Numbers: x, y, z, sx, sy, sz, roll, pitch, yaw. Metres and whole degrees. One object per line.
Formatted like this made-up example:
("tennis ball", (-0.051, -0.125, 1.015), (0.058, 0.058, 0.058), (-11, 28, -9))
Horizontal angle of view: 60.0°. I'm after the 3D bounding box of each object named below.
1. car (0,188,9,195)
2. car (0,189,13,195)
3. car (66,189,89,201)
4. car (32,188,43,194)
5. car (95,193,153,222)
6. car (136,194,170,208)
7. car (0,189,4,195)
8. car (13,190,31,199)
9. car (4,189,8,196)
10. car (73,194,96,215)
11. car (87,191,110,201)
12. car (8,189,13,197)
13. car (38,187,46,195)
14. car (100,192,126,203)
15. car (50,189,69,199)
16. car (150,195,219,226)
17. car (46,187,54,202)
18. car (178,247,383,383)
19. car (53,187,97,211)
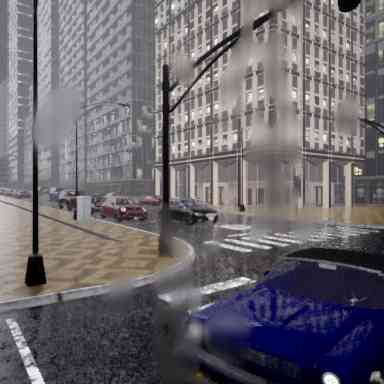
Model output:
("car", (-43.526, -0.113, 76.633), (1.887, 1.381, 4.507), (1, 0, -36))
("car", (-40.283, 0.015, 72.099), (1.947, 1.339, 4.313), (1, 0, -36))
("car", (-17.187, 0.399, 49.737), (2.097, 1.767, 4.553), (0, 1, -36))
("car", (-40.002, -0.214, 86.112), (1.947, 1.339, 4.313), (1, 0, -36))
("car", (-4.608, 1.068, 22.228), (1.967, 1.590, 4.097), (1, 0, -36))
("car", (-4.318, 0.980, 36.221), (1.802, 1.307, 4.206), (1, 0, -36))
("car", (-37.040, 0.107, 67.566), (2.008, 1.369, 4.403), (1, 0, -36))
("car", (-27.311, 0.422, 53.964), (1.887, 1.381, 4.507), (1, 0, -36))
("car", (-33.797, 0.207, 63.032), (1.887, 1.381, 4.507), (1, 0, -36))
("car", (-7.855, 1.102, 26.762), (1.802, 1.307, 4.206), (1, 0, -36))
("car", (-14.050, 0.642, 49.829), (1.947, 1.339, 4.313), (1, 0, -36))
("car", (-30.554, 0.320, 58.498), (2.008, 1.369, 4.403), (1, 0, -36))
("car", (-33.514, -0.021, 77.041), (1.887, 1.381, 4.507), (1, 0, -36))
("car", (-10.903, 0.706, 45.432), (1.752, 1.417, 4.829), (1, 0, -36))
("car", (-23.132, 0.328, 58.050), (1.882, 1.535, 5.008), (0, 1, -36))
("car", (-0.325, 1.188, 20.664), (2.128, 1.511, 4.902), (0, 1, -36))
("car", (-17.687, 0.339, 45.033), (2.150, 2.045, 5.566), (0, 1, -35))
("car", (1.984, 1.598, 4.771), (1.895, 1.301, 4.718), (1, 1, 41))
("car", (-11.091, 0.728, 31.295), (2.192, 1.841, 5.009), (1, 0, -36))
